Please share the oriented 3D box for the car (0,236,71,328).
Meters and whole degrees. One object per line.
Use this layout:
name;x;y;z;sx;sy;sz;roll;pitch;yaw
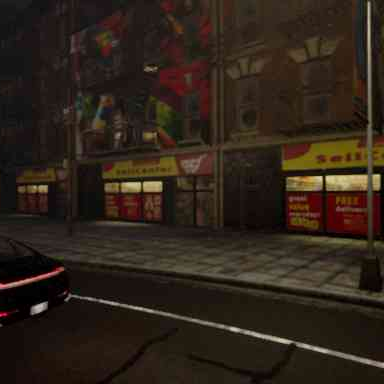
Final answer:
car;-4.456;1.526;5.994;4.902;1.511;2.128;0;0;26
